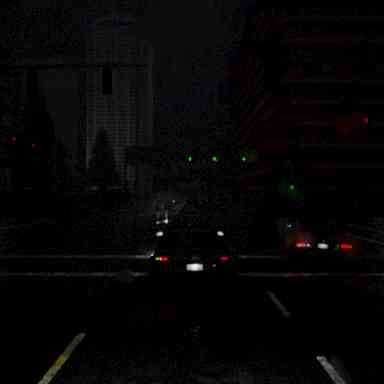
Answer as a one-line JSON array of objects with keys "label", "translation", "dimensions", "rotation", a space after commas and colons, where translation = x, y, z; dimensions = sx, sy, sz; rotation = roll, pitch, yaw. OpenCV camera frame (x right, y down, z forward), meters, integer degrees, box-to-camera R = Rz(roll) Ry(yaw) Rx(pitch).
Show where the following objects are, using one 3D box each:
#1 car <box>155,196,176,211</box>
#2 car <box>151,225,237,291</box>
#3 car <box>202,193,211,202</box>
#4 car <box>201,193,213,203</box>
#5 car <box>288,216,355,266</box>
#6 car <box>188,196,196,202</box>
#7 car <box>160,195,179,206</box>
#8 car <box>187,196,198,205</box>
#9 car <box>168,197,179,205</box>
[{"label": "car", "translation": [-3.589, 1.577, 42.793], "dimensions": [2.128, 1.511, 4.902], "rotation": [0, 0, 0]}, {"label": "car", "translation": [-0.038, 1.582, 9.123], "dimensions": [1.994, 1.385, 4.181], "rotation": [0, 0, -3]}, {"label": "car", "translation": [3.513, 1.373, 82.514], "dimensions": [2.150, 2.045, 5.566], "rotation": [0, 0, 0]}, {"label": "car", "translation": [3.511, 1.639, 72.630], "dimensions": [1.837, 1.490, 4.892], "rotation": [0, 0, 0]}, {"label": "car", "translation": [4.433, 1.564, 11.765], "dimensions": [2.033, 1.411, 5.357], "rotation": [0, 0, 17]}, {"label": "car", "translation": [0.012, 1.663, 80.969], "dimensions": [1.837, 1.490, 4.892], "rotation": [0, 0, 0]}, {"label": "car", "translation": [-3.562, 1.458, 52.718], "dimensions": [2.097, 1.767, 4.553], "rotation": [0, 0, 0]}, {"label": "car", "translation": [0.109, 1.689, 62.297], "dimensions": [1.994, 1.385, 4.181], "rotation": [0, 0, 0]}, {"label": "car", "translation": [-3.491, 1.652, 62.696], "dimensions": [1.812, 1.442, 4.674], "rotation": [0, 0, 0]}]
